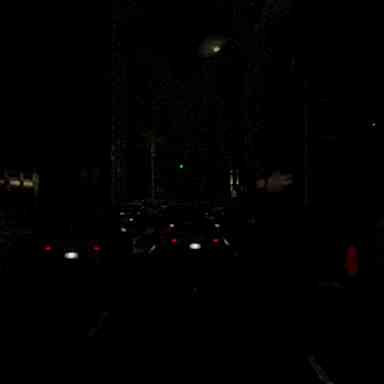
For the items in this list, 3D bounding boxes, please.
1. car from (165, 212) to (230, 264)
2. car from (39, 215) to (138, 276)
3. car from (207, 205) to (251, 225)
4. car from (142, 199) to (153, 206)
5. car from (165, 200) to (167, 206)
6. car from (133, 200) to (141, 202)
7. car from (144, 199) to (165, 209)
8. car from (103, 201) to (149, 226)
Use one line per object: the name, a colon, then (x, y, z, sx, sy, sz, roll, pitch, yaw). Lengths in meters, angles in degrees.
car: (0.096, 1.658, 12.262, 1.994, 1.385, 4.181, 0, -1, 0)
car: (-3.154, 1.644, 10.698, 1.994, 1.385, 4.181, 0, -1, 0)
car: (2.825, 1.706, 25.817, 1.812, 1.442, 4.674, -2, -2, 37)
car: (-9.771, 2.345, 73.803, 1.812, 1.442, 4.674, 0, -1, 0)
car: (-6.520, 2.347, 73.916, 1.812, 1.442, 4.674, 0, -1, 0)
car: (-9.814, 2.142, 58.320, 1.812, 1.442, 4.674, 0, -1, 0)
car: (-6.566, 2.109, 58.452, 2.128, 1.511, 4.902, 0, -1, 1)
car: (-5.357, 1.700, 25.035, 2.128, 1.511, 4.902, 1, -1, -29)
